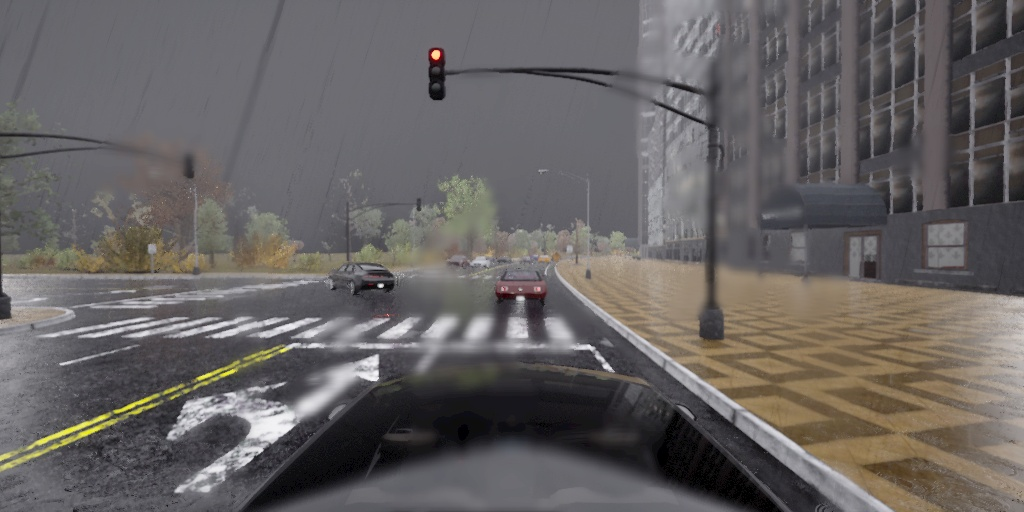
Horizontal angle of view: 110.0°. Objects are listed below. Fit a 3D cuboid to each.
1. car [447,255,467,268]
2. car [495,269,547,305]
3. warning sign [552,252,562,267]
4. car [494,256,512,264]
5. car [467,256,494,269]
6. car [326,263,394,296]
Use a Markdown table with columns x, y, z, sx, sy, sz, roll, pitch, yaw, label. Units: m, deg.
| x | y | z | sx | sy | sz | roll | pitch | yaw | label |
| --- | --- | --- | --- | --- | --- | --- | --- | --- | --- |
| -6.894 | 0.632 | 46.861 | 2.097 | 1.767 | 4.553 | 0 | 1 | 7 | car |
| 0.419 | 1.210 | 15.199 | 1.895 | 1.301 | 4.718 | 0 | 1 | 2 | car |
| 5.512 | 0.427 | 44.242 | 1.300 | 1.860 | 1.060 | 0 | 0 | 7 | warning sign |
| -1.362 | 0.729 | 62.046 | 1.895 | 1.301 | 4.718 | 0 | 1 | 10 | car |
| -3.865 | 0.826 | 44.980 | 1.812 | 1.442 | 4.674 | 0 | 1 | 7 | car |
| -7.777 | 1.082 | 18.214 | 4.892 | 1.490 | 1.837 | 1 | -1 | 45 | car |
